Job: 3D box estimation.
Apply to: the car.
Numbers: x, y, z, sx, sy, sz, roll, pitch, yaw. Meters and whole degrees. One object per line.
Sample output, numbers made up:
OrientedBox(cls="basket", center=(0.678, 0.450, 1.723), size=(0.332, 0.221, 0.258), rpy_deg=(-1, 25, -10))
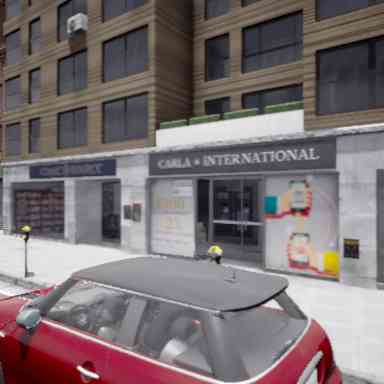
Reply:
OrientedBox(cls="car", center=(-0.702, 1.446, 3.578), size=(4.097, 1.590, 1.967), rpy_deg=(0, 0, 36))
